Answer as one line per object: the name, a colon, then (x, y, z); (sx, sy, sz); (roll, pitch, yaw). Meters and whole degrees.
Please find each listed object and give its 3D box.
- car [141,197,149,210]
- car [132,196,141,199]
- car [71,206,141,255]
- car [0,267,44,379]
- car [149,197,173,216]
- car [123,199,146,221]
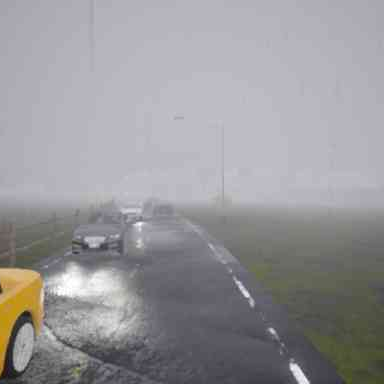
car: (-5.513, 1.441, 45.698); (2.097, 1.767, 4.553); (0, 0, -12)
car: (-12.447, 1.579, 75.434); (2.128, 1.511, 4.902); (0, 0, -4)
car: (-3.486, 1.538, 13.646); (2.128, 1.511, 4.902); (0, 0, -5)
car: (-2.973, 1.492, 2.669); (1.882, 1.535, 5.008); (0, 0, -1)
car: (-3.023, 1.558, 33.570); (1.882, 1.535, 5.008); (0, 0, -10)
car: (-5.060, 1.601, 28.001); (1.812, 1.442, 4.674); (0, 0, -8)
